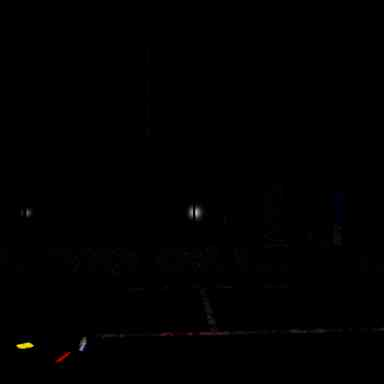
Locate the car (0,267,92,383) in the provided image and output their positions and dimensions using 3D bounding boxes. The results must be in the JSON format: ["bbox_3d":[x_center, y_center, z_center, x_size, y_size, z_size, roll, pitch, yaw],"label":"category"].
[{"bbox_3d":[-3.538,1.525,3.666,4.674,1.442,1.812,0,0,-3],"label":"car"}]
